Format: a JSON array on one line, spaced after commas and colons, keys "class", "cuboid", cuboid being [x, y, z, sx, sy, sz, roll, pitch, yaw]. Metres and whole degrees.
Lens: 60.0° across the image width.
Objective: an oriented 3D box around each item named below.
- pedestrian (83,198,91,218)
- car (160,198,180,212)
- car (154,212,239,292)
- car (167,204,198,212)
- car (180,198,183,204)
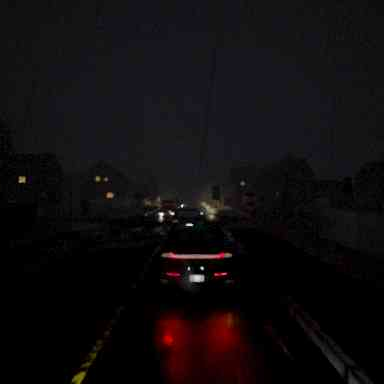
[{"class": "pedestrian", "cuboid": [-9.824, 1.482, 30.909, 0.375, 1.860, 0.375, 0, -3, -1]}, {"class": "car", "cuboid": [-2.856, 1.668, 41.648, 1.882, 1.535, 5.008, 0, 0, 0]}, {"class": "car", "cuboid": [0.097, 1.518, 9.022, 2.128, 1.511, 4.902, 0, 0, 0]}, {"class": "car", "cuboid": [-0.284, 1.631, 18.908, 1.994, 1.385, 4.181, 0, 0, -4]}, {"class": "car", "cuboid": [-2.841, 1.811, 55.742, 1.812, 1.442, 4.674, 0, 0, 0]}]
